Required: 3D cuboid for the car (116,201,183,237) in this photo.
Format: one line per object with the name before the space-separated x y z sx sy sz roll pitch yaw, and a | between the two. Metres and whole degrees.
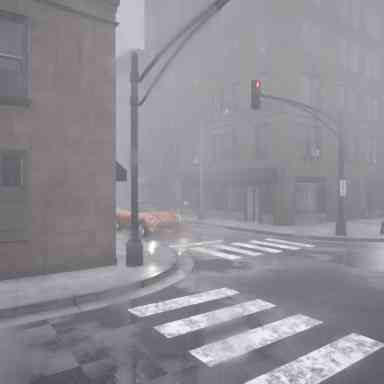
car | -2.372 1.263 17.511 2.097 1.767 4.553 0 0 -35
